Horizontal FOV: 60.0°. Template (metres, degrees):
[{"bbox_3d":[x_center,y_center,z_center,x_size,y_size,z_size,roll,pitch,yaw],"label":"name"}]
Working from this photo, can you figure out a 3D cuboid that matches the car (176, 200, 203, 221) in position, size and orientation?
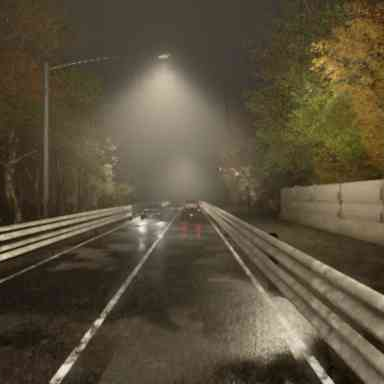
[{"bbox_3d":[-0.023,1.712,29.469,2.128,1.511,4.902,0,-1,0],"label":"car"}]

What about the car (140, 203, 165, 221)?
[{"bbox_3d":[-3.386,1.743,29.289,1.812,1.442,4.674,0,-1,0],"label":"car"}]

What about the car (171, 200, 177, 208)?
[{"bbox_3d":[-3.362,2.547,71.307,1.882,1.535,5.008,0,-1,0],"label":"car"}]

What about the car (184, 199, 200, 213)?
[{"bbox_3d":[-0.007,1.807,44.426,2.097,1.767,4.553,0,-1,0],"label":"car"}]
